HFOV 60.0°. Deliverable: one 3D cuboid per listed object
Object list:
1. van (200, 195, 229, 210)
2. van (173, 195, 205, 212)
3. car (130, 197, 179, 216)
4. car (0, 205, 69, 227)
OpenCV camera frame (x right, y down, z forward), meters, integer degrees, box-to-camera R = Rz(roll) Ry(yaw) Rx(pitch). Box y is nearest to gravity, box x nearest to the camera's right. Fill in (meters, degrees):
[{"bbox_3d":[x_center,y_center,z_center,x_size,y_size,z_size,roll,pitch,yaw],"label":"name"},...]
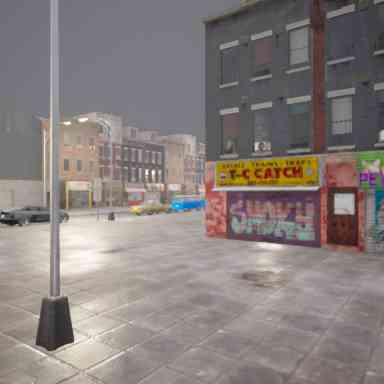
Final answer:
[{"bbox_3d":[2.826,1.234,40.540,1.690,1.788,3.998,0,0,36],"label":"van"},{"bbox_3d":[-0.470,1.249,35.939,1.690,1.788,3.998,0,0,36],"label":"van"},{"bbox_3d":[-3.666,1.448,31.476,1.752,1.417,4.829,0,0,36],"label":"car"},{"bbox_3d":[-10.357,1.521,22.134,1.947,1.339,4.313,0,0,36],"label":"car"}]
